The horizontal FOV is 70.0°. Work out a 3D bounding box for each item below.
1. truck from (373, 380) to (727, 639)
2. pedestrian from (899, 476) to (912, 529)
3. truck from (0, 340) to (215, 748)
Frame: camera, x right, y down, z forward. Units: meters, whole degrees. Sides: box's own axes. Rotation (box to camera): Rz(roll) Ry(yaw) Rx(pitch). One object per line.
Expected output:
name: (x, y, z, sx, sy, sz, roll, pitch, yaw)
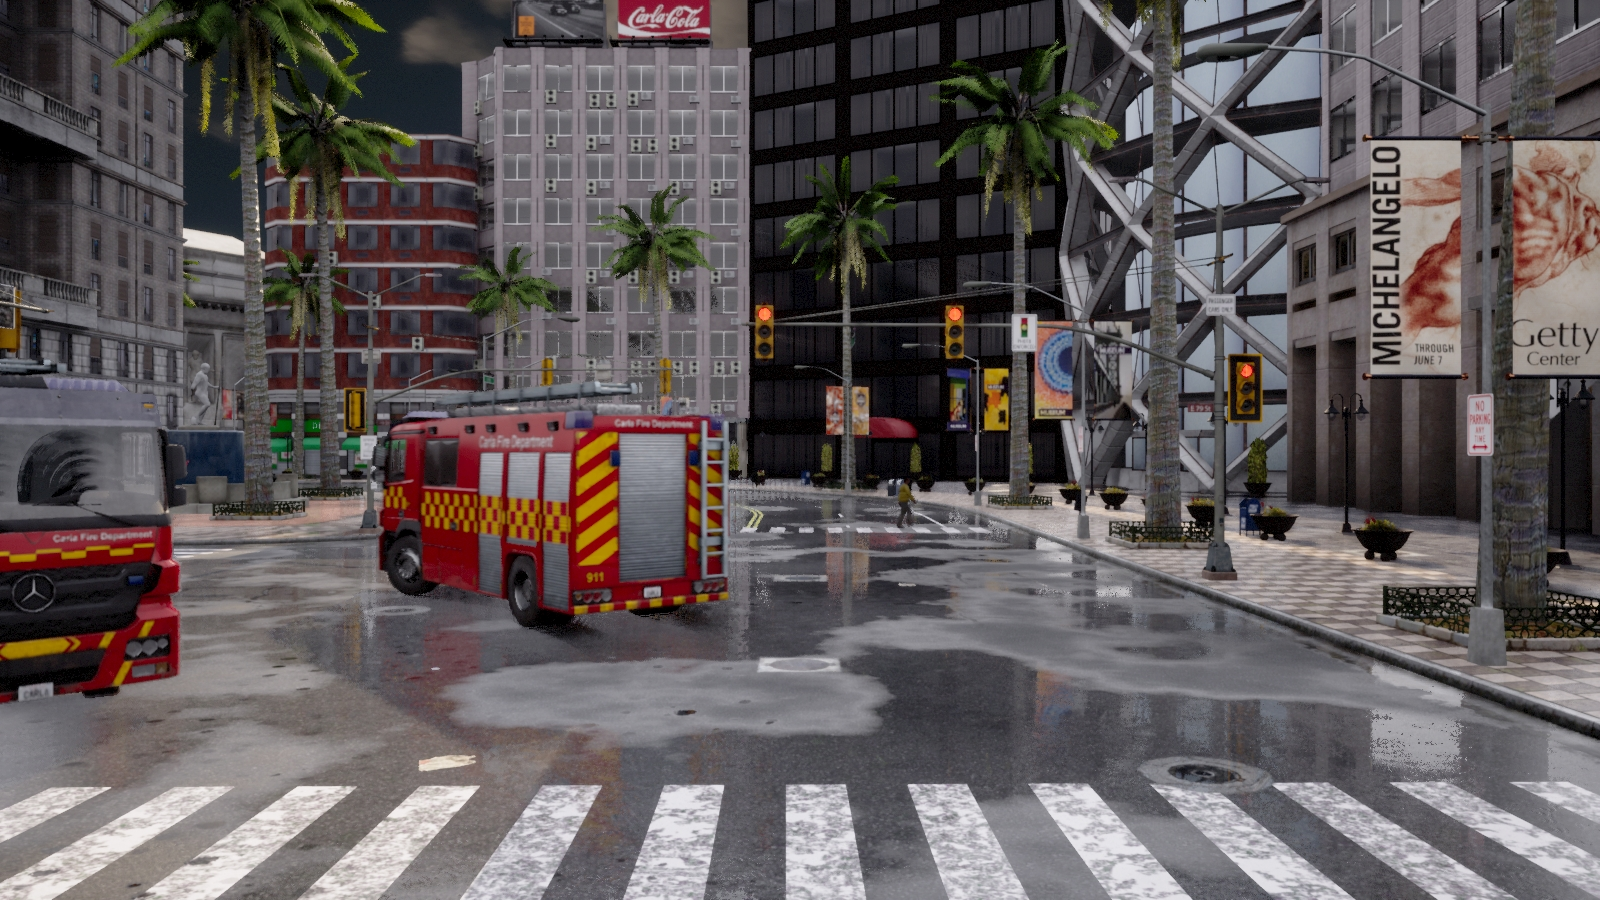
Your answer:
truck: (-4.979, 0.882, 21.092, 2.891, 3.827, 8.468, 0, 0, -39)
pedestrian: (3.697, 1.834, 40.080, 0.375, 1.860, 0.375, 0, 0, -14)
truck: (-10.524, 0.885, 13.767, 8.468, 3.827, 2.891, 0, 0, 38)
